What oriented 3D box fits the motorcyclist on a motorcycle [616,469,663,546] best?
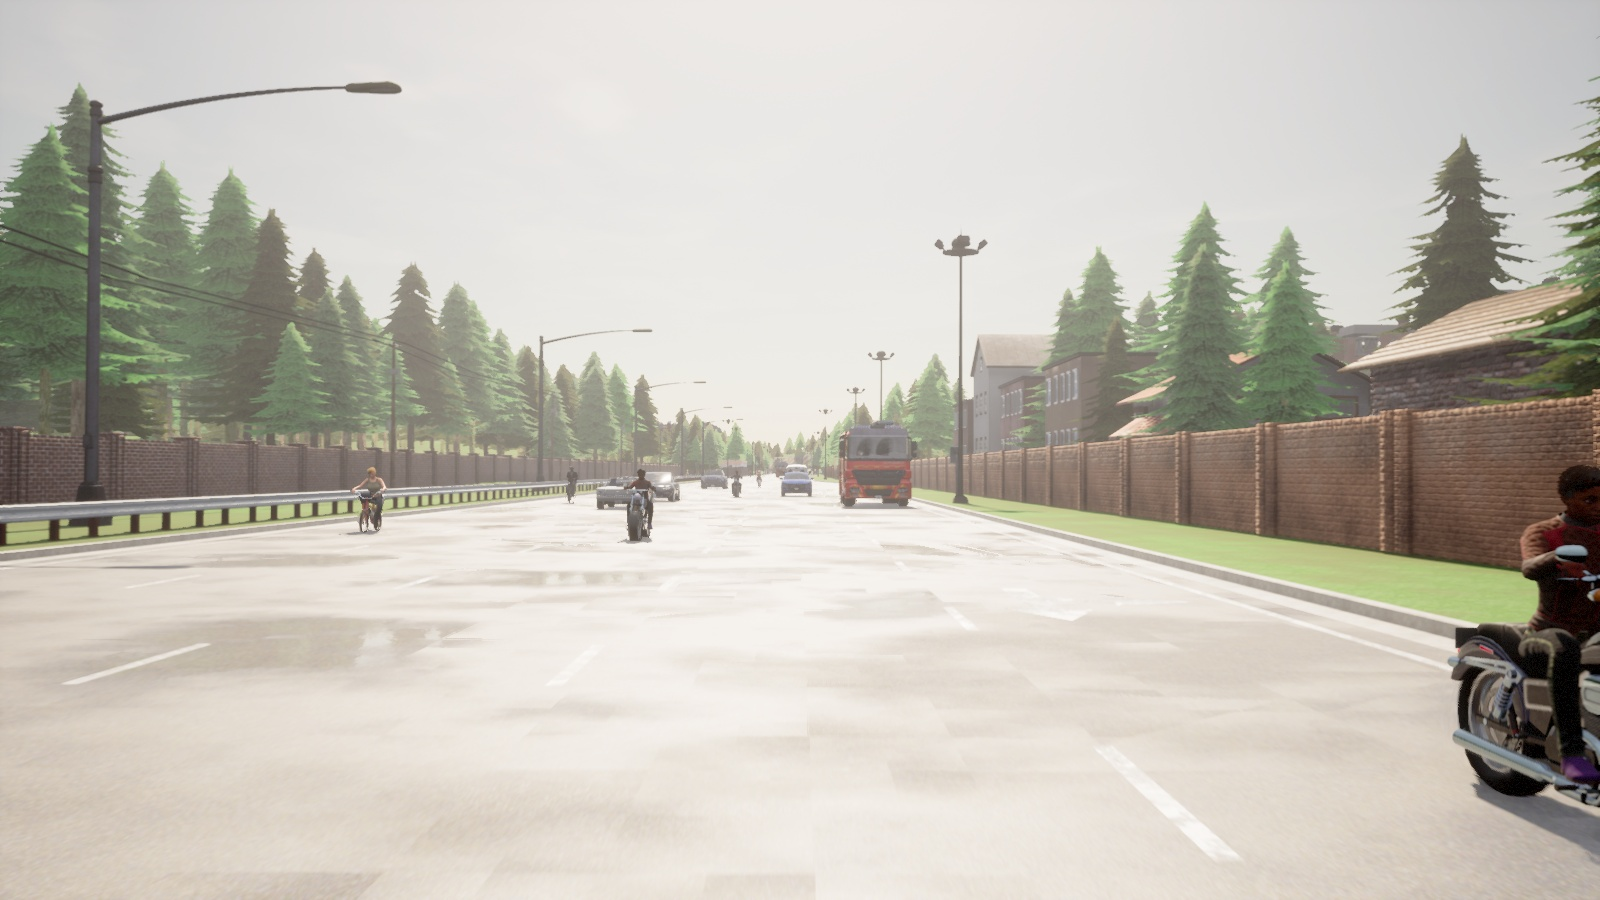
[{"bbox_3d":[-3.574,1.251,28.148,0.766,1.649,2.350,0,-1,0],"label":"motorcyclist on a motorcycle"}]

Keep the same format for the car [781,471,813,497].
[{"bbox_3d":[-0.192,2.090,77.500,1.882,1.535,5.008,0,-1,0],"label":"car"}]

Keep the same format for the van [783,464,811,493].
[{"bbox_3d":[-0.232,2.100,93.267,2.069,2.038,4.480,0,-1,0],"label":"van"}]

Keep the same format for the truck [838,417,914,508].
[{"bbox_3d":[3.354,0.598,57.419,2.891,3.827,8.468,0,-1,0],"label":"truck"}]

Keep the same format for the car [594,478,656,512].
[{"bbox_3d":[-7.128,1.807,51.556,1.895,1.301,4.718,0,-1,0],"label":"car"}]

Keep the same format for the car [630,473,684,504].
[{"bbox_3d":[-7.157,1.903,63.335,2.163,1.488,4.792,0,-1,0],"label":"car"}]

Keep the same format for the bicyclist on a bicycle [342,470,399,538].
[{"bbox_3d":[-10.572,1.312,30.962,0.866,1.612,1.509,0,-1,0],"label":"bicyclist on a bicycle"}]

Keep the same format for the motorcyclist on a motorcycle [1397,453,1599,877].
[{"bbox_3d":[3.486,0.840,5.327,0.766,1.649,2.350,0,-1,0],"label":"motorcyclist on a motorcycle"}]
